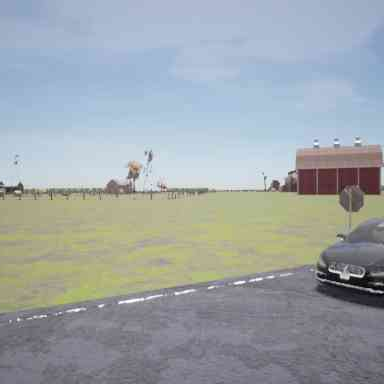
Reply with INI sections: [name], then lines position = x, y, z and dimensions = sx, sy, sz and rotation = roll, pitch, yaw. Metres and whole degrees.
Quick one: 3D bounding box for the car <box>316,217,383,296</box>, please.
[car]
position = 4.934, 1.405, 8.098
dimensions = 4.892, 1.490, 1.837
rotation = -1, 0, -38
